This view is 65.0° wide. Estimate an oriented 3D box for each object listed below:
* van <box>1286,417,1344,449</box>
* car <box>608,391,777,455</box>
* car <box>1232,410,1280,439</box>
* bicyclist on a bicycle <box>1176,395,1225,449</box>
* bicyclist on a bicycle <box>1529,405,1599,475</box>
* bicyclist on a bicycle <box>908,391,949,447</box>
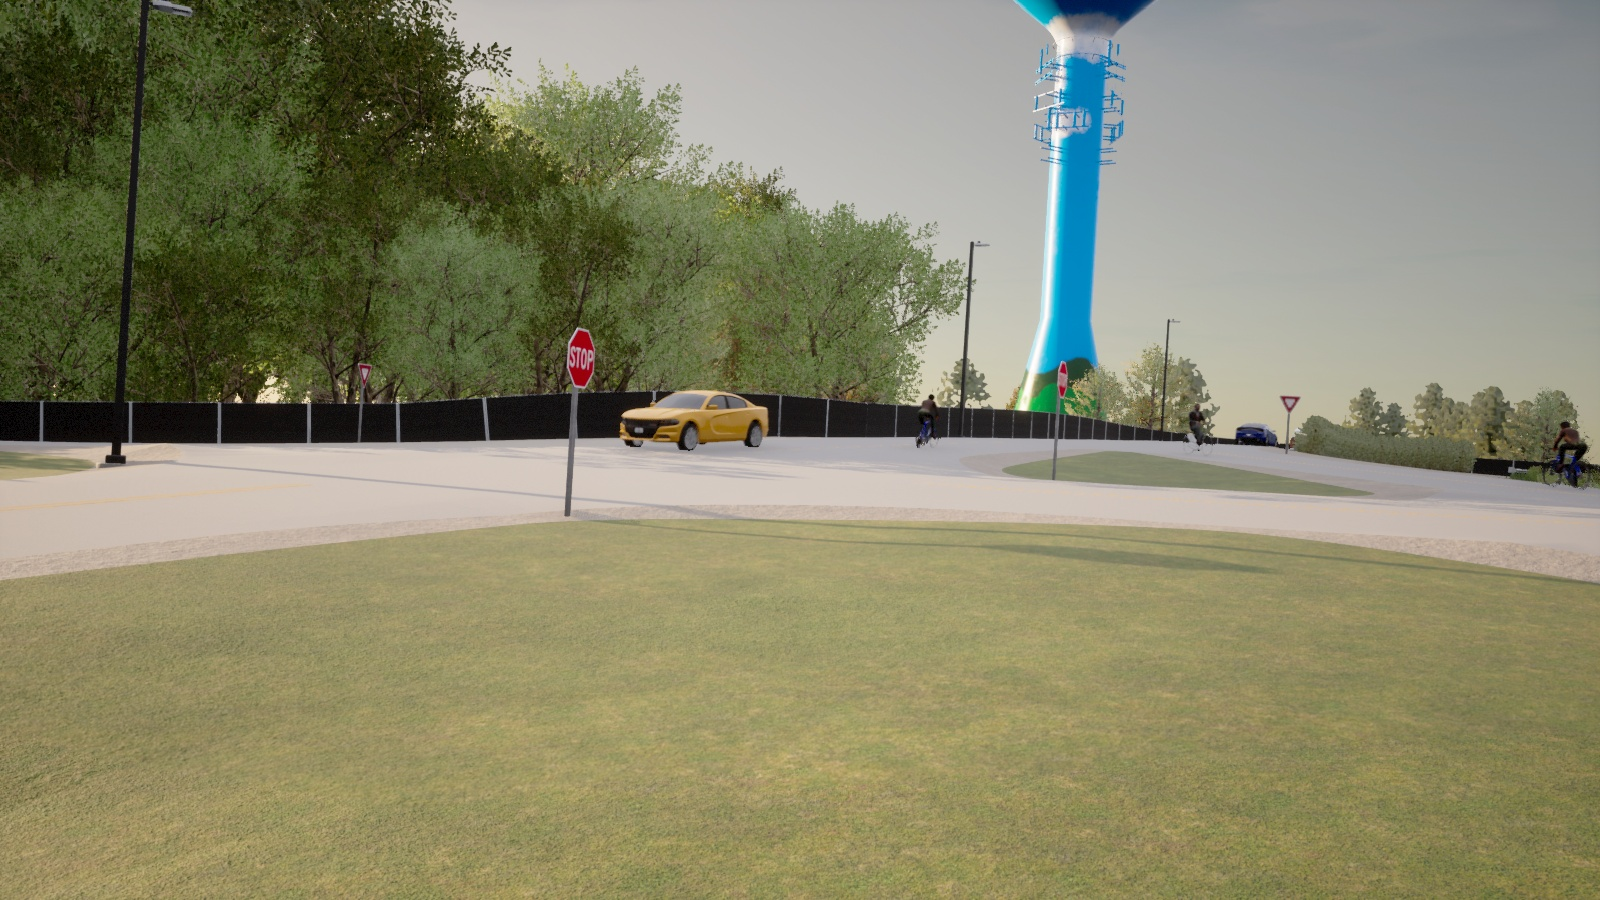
[{"bbox_3d":[37.482,-1.240,91.427,4.480,2.038,2.069,4,-2,-42],"label":"van"},{"bbox_3d":[-2.709,-0.765,32.904,1.882,1.535,5.008,2,3,30],"label":"car"},{"bbox_3d":[29.344,-1.595,80.693,1.882,1.535,5.008,2,-1,31],"label":"car"},{"bbox_3d":[13.484,-0.967,42.372,0.659,1.776,1.843,1,2,-14],"label":"bicyclist on a bicycle"},{"bbox_3d":[18.366,-0.262,30.133,0.582,1.620,1.656,2,2,-4],"label":"bicyclist on a bicycle"},{"bbox_3d":[3.843,-0.923,37.448,0.582,1.620,1.656,2,2,29],"label":"bicyclist on a bicycle"}]
